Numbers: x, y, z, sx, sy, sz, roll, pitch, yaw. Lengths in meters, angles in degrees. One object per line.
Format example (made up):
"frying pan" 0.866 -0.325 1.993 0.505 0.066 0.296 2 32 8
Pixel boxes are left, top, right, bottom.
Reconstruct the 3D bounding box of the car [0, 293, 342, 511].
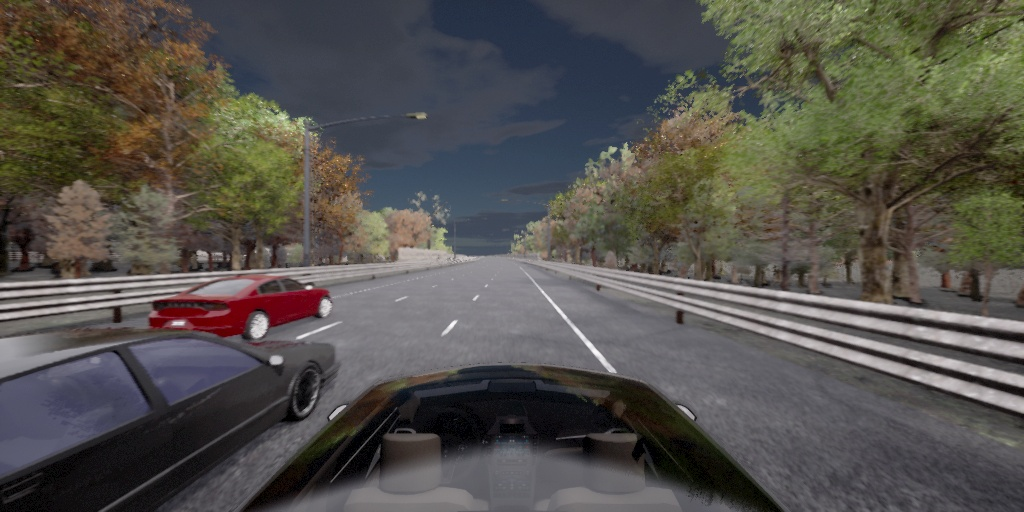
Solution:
"car" -3.400 1.300 2.746 2.033 1.411 5.357 0 0 0

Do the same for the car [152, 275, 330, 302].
"car" -6.899 1.248 9.885 1.882 1.535 5.008 0 0 0
